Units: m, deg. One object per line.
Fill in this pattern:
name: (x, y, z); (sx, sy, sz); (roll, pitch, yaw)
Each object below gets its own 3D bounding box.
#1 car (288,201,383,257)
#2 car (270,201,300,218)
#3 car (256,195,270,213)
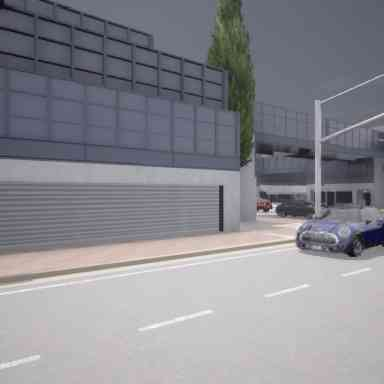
car: (6.067, 1.352, 13.060); (4.553, 1.767, 2.097); (0, 0, -40)
car: (9.312, 1.505, 27.990); (1.837, 1.490, 4.892); (0, 0, -37)
car: (6.466, 1.223, 37.659); (2.150, 2.045, 5.566); (0, 0, -37)
